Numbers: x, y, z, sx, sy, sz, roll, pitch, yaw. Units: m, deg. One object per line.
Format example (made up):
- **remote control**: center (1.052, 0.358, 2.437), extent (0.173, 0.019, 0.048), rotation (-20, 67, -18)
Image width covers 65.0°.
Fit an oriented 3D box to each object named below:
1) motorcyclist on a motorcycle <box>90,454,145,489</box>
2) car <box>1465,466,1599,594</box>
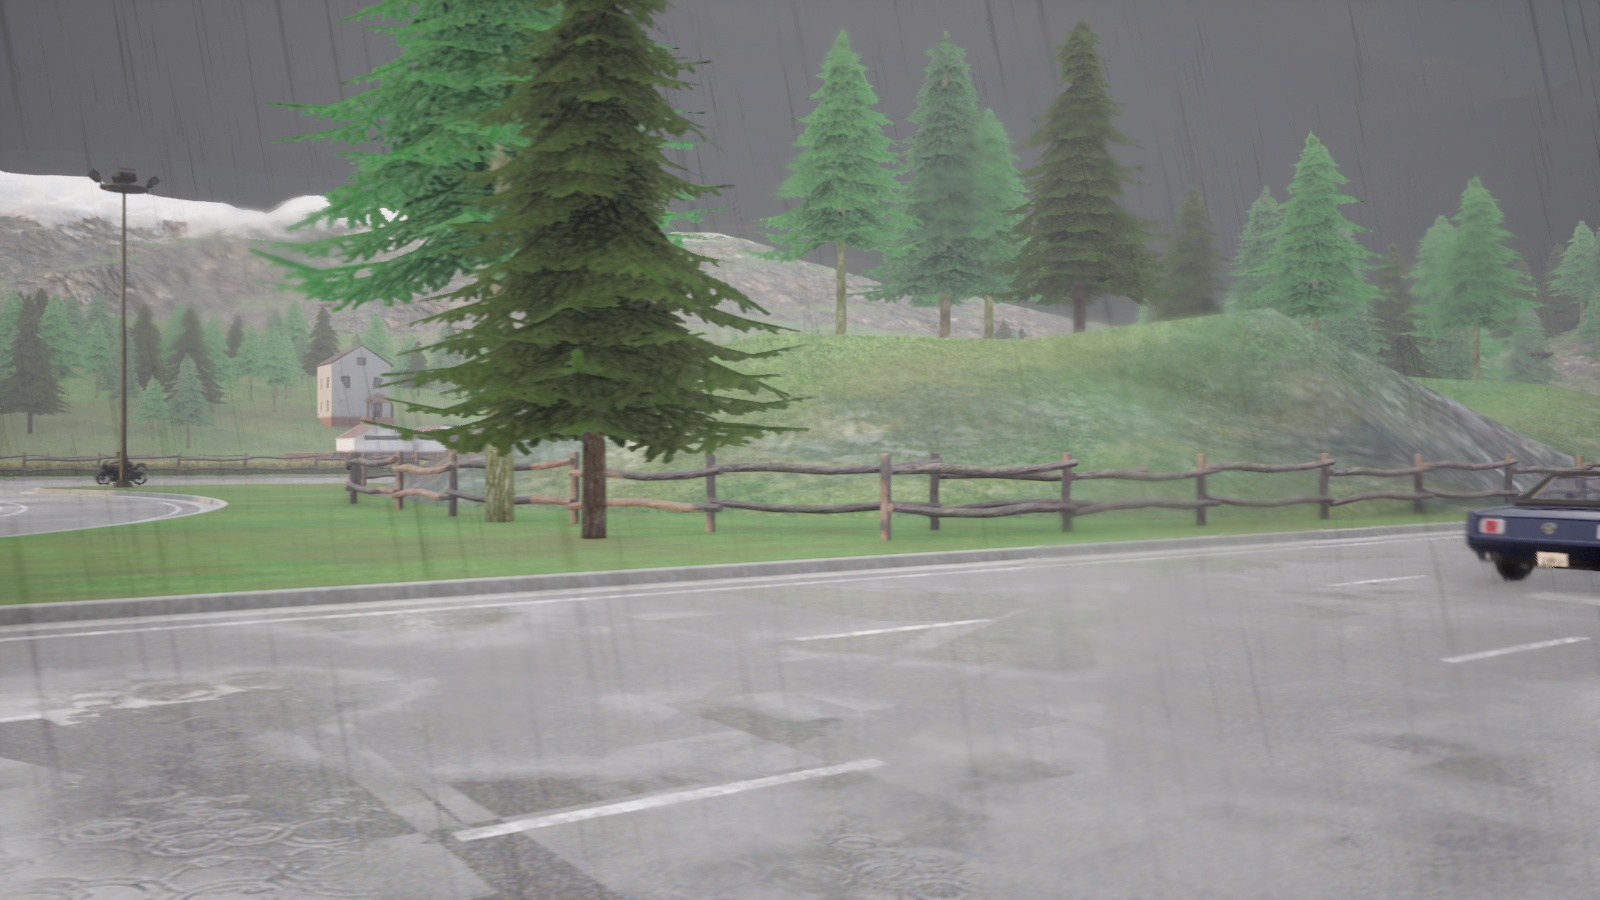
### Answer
- **motorcyclist on a motorcycle**: center (-29.841, 0.925, 54.918), extent (2.044, 1.523, 0.797), rotation (0, 0, -35)
- **car**: center (10.089, 0.861, 14.945), extent (4.718, 1.301, 1.895), rotation (0, 0, -35)
